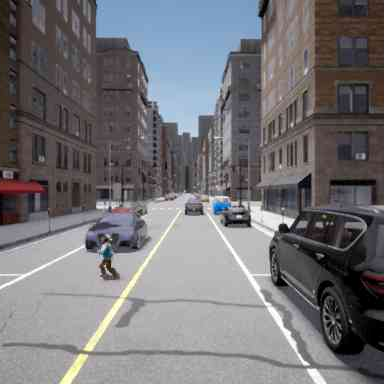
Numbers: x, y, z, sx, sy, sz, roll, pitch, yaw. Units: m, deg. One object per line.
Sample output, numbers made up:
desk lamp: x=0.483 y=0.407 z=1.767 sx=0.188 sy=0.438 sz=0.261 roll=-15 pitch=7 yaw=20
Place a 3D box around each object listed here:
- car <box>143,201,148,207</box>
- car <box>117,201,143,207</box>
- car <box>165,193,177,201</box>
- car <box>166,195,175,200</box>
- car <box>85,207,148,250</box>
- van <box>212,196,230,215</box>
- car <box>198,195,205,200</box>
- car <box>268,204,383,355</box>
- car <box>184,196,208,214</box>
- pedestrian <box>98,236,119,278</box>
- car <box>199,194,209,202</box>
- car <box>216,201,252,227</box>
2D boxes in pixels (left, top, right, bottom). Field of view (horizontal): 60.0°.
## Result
car: x=-5.551 y=1.565 z=33.657 sx=1.947 sy=1.339 sz=4.313 roll=0 pitch=0 yaw=0
car: x=-5.570 y=1.581 z=28.206 sx=1.802 sy=1.307 sz=4.206 roll=0 pitch=0 yaw=0
car: x=-5.729 y=1.305 z=83.792 sx=2.192 sy=1.841 sz=5.009 roll=0 pitch=0 yaw=-1
car: x=-5.784 y=1.537 z=89.318 sx=2.008 sy=1.369 sz=4.403 roll=0 pitch=0 yaw=-1
car: x=-3.050 y=1.562 z=14.137 sx=1.994 sy=1.385 sz=4.181 roll=0 pitch=0 yaw=0
van: x=2.973 y=1.340 z=33.637 sx=1.690 sy=1.788 sz=3.998 roll=0 pitch=0 yaw=0
car: x=2.685 y=1.527 z=94.930 sx=1.887 sy=1.381 sz=4.507 roll=0 pitch=0 yaw=-1
car: x=3.022 y=1.223 z=6.213 sx=2.150 sy=2.045 sz=5.566 roll=0 pitch=0 yaw=0
car: x=0.213 y=1.492 z=34.512 sx=2.128 sy=1.511 sz=4.902 roll=0 pitch=0 yaw=0
pedestrian: x=-2.162 y=1.675 z=8.568 sx=0.500 sy=1.100 sz=0.500 roll=0 pitch=0 yaw=-10
car: x=2.907 y=1.520 z=72.996 sx=1.752 sy=1.417 sz=4.829 roll=0 pitch=0 yaw=-1
car: x=2.935 y=1.565 z=22.739 sx=1.947 sy=1.339 sz=4.313 roll=0 pitch=0 yaw=0
